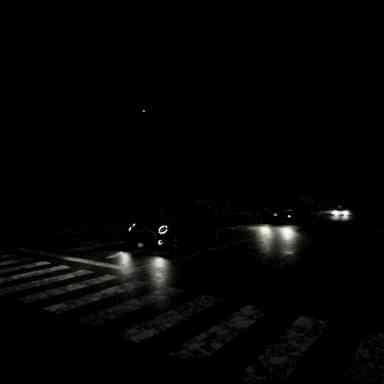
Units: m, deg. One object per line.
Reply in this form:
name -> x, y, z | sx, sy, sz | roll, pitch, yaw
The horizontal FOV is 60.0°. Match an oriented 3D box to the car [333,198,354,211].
car -> 19.235, 1.521, 42.122 | 2.128, 1.511, 4.902 | 0, 0, 36

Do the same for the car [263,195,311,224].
car -> 7.418, 1.236, 25.498 | 2.150, 2.045, 5.566 | 0, 0, 35

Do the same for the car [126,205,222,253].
car -> -0.620, 1.371, 14.088 | 2.097, 1.767, 4.553 | 0, 0, 35
